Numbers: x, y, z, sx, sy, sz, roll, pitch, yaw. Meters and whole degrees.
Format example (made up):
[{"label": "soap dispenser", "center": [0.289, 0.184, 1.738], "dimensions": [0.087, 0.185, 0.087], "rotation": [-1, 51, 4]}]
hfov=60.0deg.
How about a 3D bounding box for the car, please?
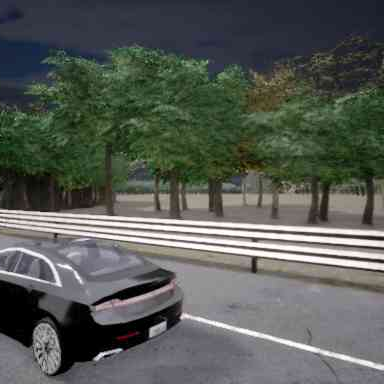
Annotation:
[{"label": "car", "center": [-2.376, 1.533, 5.633], "dimensions": [4.902, 1.511, 2.128], "rotation": [-1, 0, 36]}]
